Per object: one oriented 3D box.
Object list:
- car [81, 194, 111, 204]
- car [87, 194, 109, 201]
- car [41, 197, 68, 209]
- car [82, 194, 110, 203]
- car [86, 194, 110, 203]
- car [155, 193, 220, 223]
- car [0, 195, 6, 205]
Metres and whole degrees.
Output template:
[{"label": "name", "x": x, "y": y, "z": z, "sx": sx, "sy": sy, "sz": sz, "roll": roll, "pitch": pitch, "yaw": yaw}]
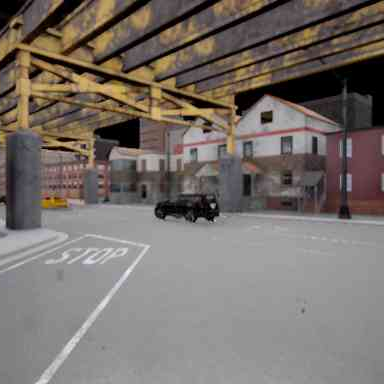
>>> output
[{"label": "car", "x": -16.838, "y": 1.226, "z": 58.517, "sx": 4.974, "sy": 1.542, "sz": 2.038, "roll": 0, "pitch": 0, "yaw": -15}, {"label": "car", "x": -17.503, "y": 1.054, "z": 62.236, "sx": 1.853, "sy": 1.218, "sz": 4.536, "roll": 0, "pitch": 0, "yaw": 15}, {"label": "car", "x": -17.353, "y": 1.316, "z": 41.783, "sx": 1.882, "sy": 1.535, "sz": 5.008, "roll": 0, "pitch": 0, "yaw": -45}, {"label": "car", "x": -16.788, "y": 1.069, "z": 58.530, "sx": 4.536, "sy": 1.218, "sz": 1.853, "roll": 0, "pitch": 0, "yaw": -15}, {"label": "car", "x": -17.516, "y": 1.212, "z": 62.186, "sx": 2.038, "sy": 1.542, "sz": 4.974, "roll": 0, "pitch": 0, "yaw": 15}, {"label": "car", "x": -0.425, "y": 1.126, "z": 24.654, "sx": 2.150, "sy": 2.045, "sz": 5.566, "roll": 0, "pitch": 0, "yaw": -45}, {"label": "car", "x": -30.178, "y": 1.294, "z": 54.459, "sx": 4.892, "sy": 1.490, "sz": 1.837, "roll": 0, "pitch": 0, "yaw": 42}]
